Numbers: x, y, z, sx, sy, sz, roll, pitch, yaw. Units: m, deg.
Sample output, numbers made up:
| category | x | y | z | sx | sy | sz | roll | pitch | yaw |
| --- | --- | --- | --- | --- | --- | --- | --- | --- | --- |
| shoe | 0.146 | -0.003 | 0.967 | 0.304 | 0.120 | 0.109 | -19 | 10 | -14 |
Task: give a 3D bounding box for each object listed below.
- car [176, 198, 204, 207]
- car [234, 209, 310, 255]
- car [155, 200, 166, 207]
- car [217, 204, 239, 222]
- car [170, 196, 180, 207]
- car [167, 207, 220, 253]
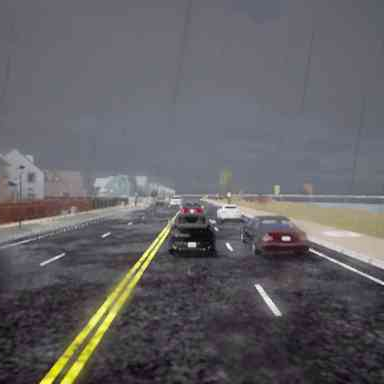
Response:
| category | x | y | z | sx | sy | sz | roll | pitch | yaw |
| --- | --- | --- | --- | --- | --- | --- | --- | --- | --- |
| car | -0.002 | 1.632 | 29.075 | 2.097 | 1.767 | 4.553 | 0 | -1 | 0 |
| car | 3.249 | 1.681 | 13.987 | 2.033 | 1.411 | 5.357 | 0 | -1 | 0 |
| car | -6.510 | 2.297 | 68.372 | 1.895 | 1.301 | 4.718 | 0 | -1 | 0 |
| car | 3.249 | 1.811 | 29.391 | 1.812 | 1.442 | 4.674 | 0 | 0 | 0 |
| car | -3.261 | 1.903 | 68.354 | 2.150 | 2.045 | 5.566 | 0 | -1 | 0 |
| car | 0.001 | 1.645 | 14.315 | 1.837 | 1.490 | 4.892 | 0 | 0 | 0 |
